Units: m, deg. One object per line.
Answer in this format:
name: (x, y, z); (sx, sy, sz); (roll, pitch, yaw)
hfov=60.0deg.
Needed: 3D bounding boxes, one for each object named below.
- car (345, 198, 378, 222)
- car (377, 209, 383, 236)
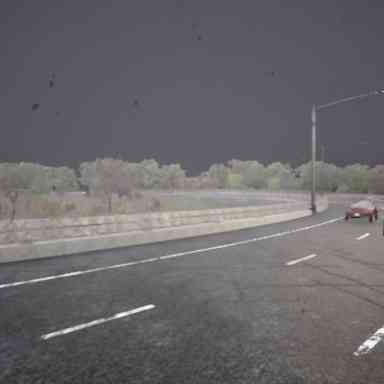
car: (13.055, 1.435, 25.491); (1.812, 1.442, 4.674); (0, 0, 35)
car: (11.039, 1.441, 16.914); (1.837, 1.490, 4.892); (1, 0, 38)
